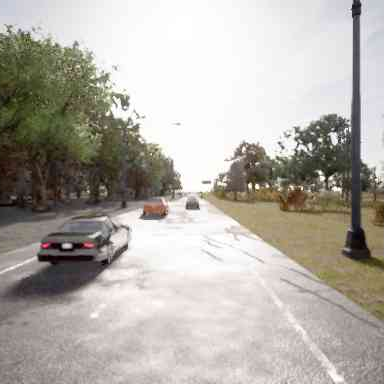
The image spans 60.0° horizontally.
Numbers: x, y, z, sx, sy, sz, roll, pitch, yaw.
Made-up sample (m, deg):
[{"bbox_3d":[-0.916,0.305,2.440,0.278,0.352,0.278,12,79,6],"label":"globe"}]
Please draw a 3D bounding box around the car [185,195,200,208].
[{"bbox_3d":[0.060,1.428,44.710,2.033,1.411,5.357,0,0,0],"label":"car"}]

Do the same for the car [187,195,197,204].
[{"bbox_3d":[-0.054,1.343,61.568,1.837,1.490,4.892,0,0,0],"label":"car"}]

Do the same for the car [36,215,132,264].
[{"bbox_3d":[-3.413,1.516,11.589,2.033,1.411,5.357,0,0,0],"label":"car"}]

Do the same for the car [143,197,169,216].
[{"bbox_3d":[-3.369,1.267,31.705,2.097,1.767,4.553,0,0,1],"label":"car"}]
